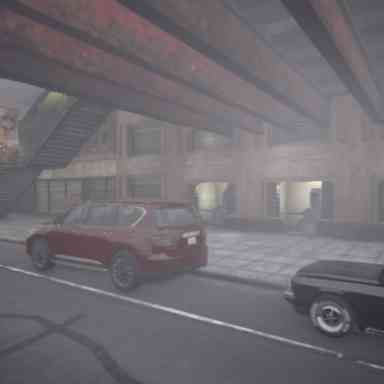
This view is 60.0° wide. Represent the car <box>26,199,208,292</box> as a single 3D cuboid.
[{"bbox_3d":[-2.220,1.206,9.146,5.566,2.045,2.435,0,0,34],"label":"car"}]

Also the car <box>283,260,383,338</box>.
[{"bbox_3d":[3.880,1.597,4.966,4.718,1.301,1.895,0,0,34],"label":"car"}]
